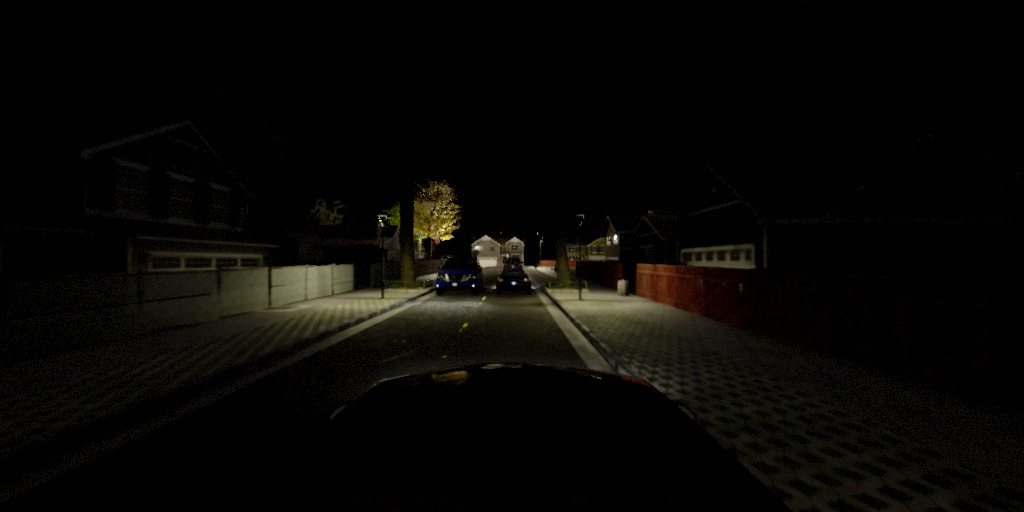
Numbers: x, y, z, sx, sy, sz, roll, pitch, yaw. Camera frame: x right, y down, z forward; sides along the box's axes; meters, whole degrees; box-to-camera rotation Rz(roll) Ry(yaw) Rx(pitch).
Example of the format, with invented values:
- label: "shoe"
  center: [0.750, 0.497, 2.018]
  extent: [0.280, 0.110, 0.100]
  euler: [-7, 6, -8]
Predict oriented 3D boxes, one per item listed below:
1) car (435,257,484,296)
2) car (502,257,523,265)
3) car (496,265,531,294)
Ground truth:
- label: "car"
  center: [-2.854, 1.069, 20.627]
  extent: [2.150, 2.045, 5.566]
  euler: [0, 0, 0]
- label: "car"
  center: [0.094, 1.164, 40.139]
  extent: [2.150, 2.045, 5.566]
  euler: [0, 0, 0]
- label: "car"
  center: [0.094, 1.414, 21.036]
  extent: [1.994, 1.385, 4.181]
  euler: [0, 0, 0]
